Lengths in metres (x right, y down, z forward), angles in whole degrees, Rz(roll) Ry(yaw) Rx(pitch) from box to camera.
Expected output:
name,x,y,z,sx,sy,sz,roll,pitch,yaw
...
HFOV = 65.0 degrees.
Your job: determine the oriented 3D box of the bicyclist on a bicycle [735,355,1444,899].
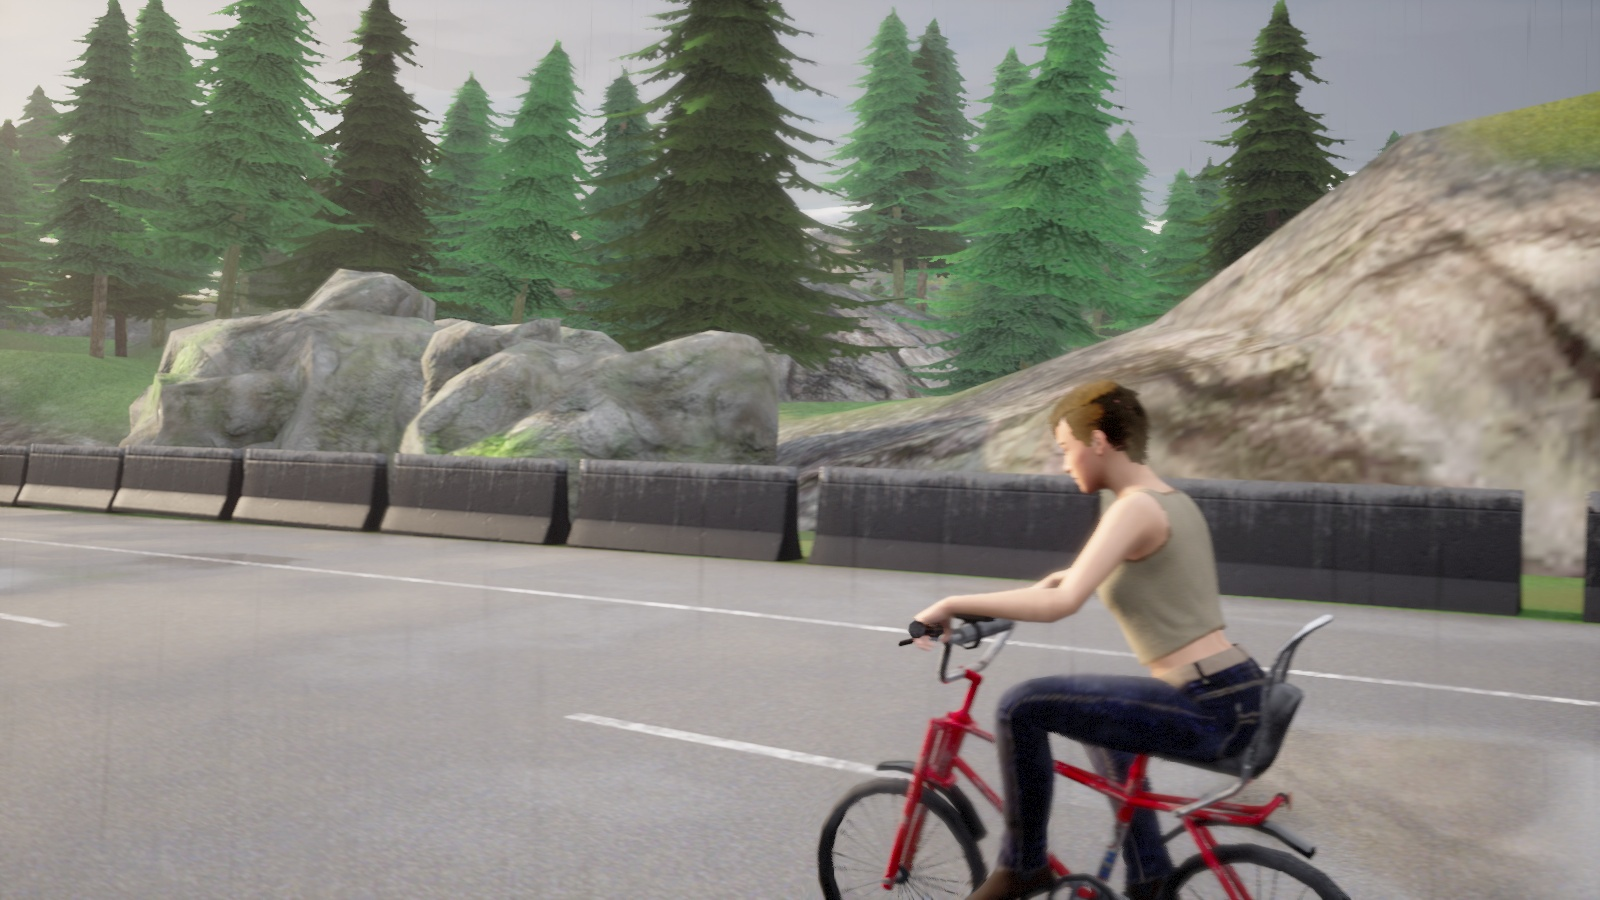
name,x,y,z,sx,sy,sz,roll,pitch,yaw
bicyclist on a bicycle,0.708,0.622,3.146,1.509,1.612,0.866,0,1,35
